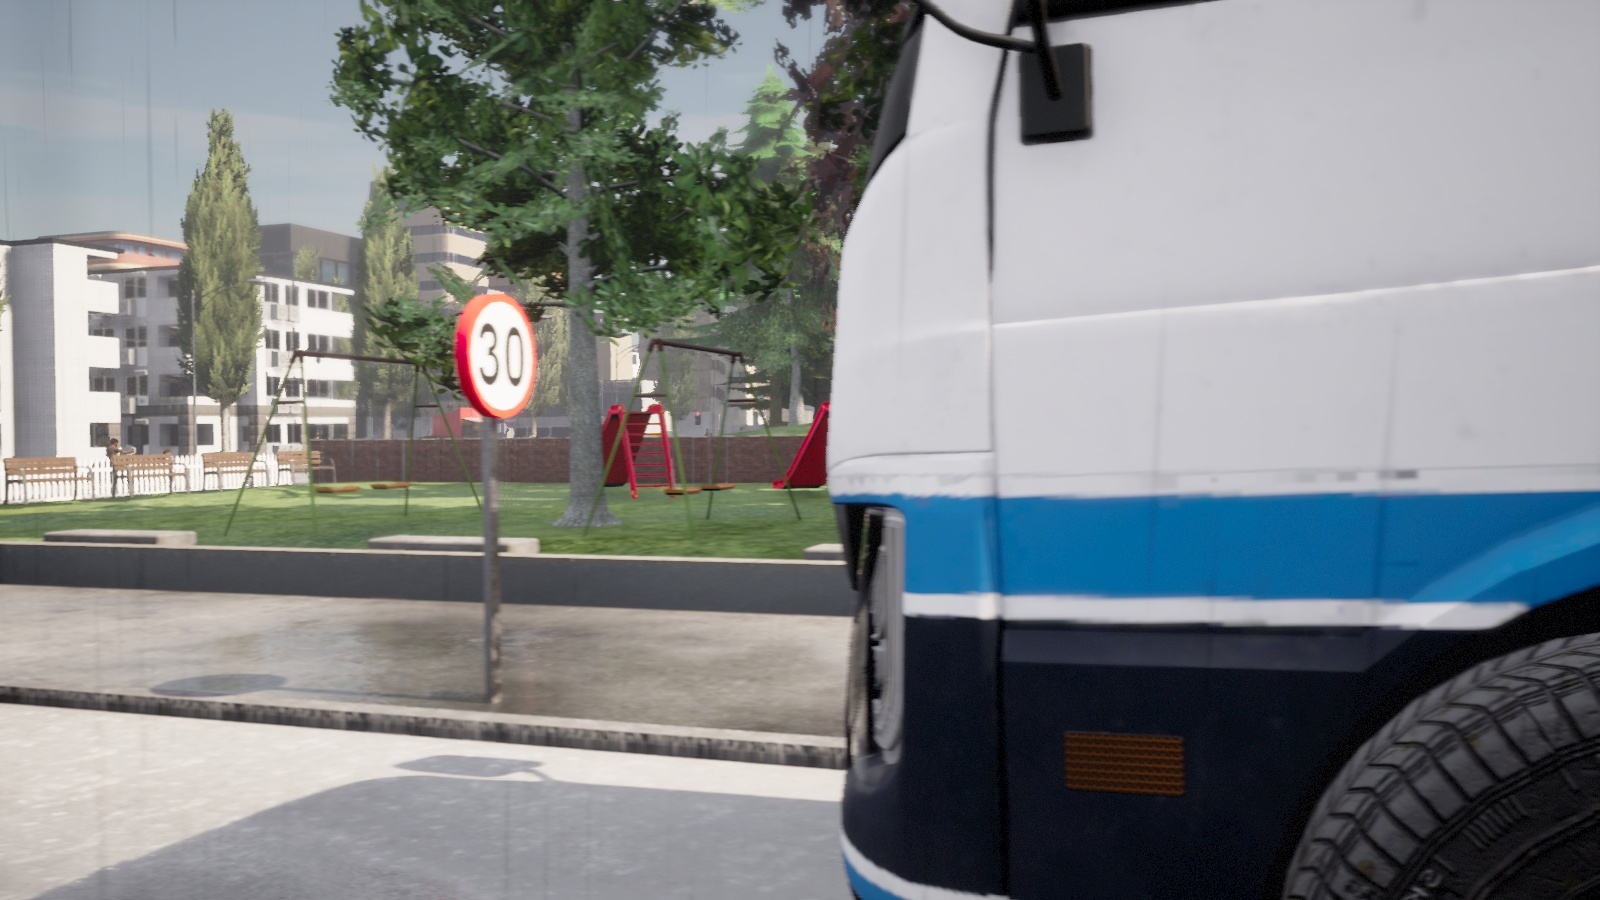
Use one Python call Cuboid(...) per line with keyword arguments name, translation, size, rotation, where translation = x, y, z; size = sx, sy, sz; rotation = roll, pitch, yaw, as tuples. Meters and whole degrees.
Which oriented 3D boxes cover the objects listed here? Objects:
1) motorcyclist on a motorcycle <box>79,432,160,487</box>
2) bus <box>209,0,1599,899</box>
Cuboid(name="motorcyclist on a motorcycle", translation=(-21.399, 0.277, 39.539), size=(0.766, 1.649, 2.350), rotation=(0, 1, 19))
Cuboid(name="bus", translation=(4.596, -0.587, 2.154), size=(10.273, 4.253, 3.944), rotation=(-1, 0, 19))
